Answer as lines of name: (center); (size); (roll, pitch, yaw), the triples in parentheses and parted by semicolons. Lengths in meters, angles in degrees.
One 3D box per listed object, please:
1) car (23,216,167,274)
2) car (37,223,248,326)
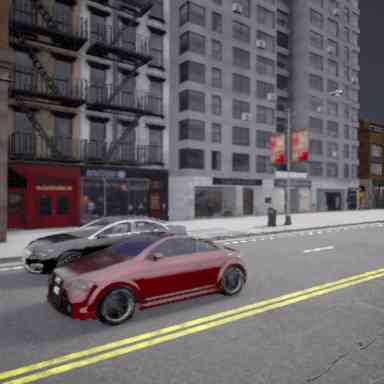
car: (-2.329, 1.497, 10.005); (4.902, 1.511, 2.128); (0, 0, -35)
car: (-0.795, 1.568, 7.106); (4.181, 1.385, 1.994); (0, 0, -35)
